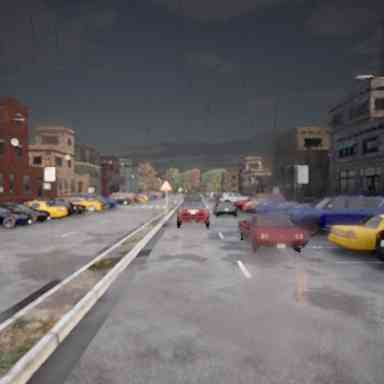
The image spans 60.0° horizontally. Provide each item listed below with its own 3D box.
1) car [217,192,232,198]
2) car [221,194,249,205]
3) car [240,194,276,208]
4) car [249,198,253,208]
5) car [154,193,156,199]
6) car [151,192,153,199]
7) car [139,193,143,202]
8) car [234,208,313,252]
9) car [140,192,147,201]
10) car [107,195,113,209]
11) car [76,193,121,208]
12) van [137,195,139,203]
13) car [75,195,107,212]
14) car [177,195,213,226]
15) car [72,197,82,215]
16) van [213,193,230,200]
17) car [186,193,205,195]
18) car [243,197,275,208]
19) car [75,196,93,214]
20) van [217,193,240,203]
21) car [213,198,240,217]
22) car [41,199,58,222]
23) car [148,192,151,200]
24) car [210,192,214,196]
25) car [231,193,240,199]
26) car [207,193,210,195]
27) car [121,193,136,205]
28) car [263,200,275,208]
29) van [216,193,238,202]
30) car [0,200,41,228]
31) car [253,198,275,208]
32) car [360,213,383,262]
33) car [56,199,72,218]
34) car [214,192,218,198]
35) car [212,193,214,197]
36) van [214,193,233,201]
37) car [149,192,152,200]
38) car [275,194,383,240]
[{"bbox_3d":[7.582,1.200,56.072,5.566,2.045,2.435,0,0,0],"label":"car"},{"bbox_3d":[7.579,1.321,58.708,4.553,1.767,2.185,0,0,0],"label":"car"},{"bbox_3d":[7.561,1.329,34.010,4.553,1.767,2.185,0,0,0],"label":"car"},{"bbox_3d":[7.599,1.489,28.495,4.674,1.452,2.002,0,0,0],"label":"car"},{"bbox_3d":[-12.707,1.413,87.790,4.674,1.452,2.002,0,0,0],"label":"car"},{"bbox_3d":[-12.673,1.249,82.230,4.553,1.767,2.185,0,0,0],"label":"car"},{"bbox_3d":[-12.690,1.441,65.557,4.674,1.452,2.002,0,0,0],"label":"car"},{"bbox_3d":[3.088,1.569,13.715,1.895,1.301,4.718,0,0,0],"label":"car"},{"bbox_3d":[-12.505,1.393,68.337,5.366,1.575,1.946,0,0,0],"label":"car"},{"bbox_3d":[-12.657,1.431,40.541,4.892,1.521,2.231,0,0,0],"label":"car"},{"bbox_3d":[-12.637,1.176,43.320,5.566,2.045,2.435,0,0,0],"label":"car"},{"bbox_3d":[-12.801,1.179,62.777,4.442,1.987,1.878,0,0,0],"label":"van"},{"bbox_3d":[-12.666,1.431,37.761,5.008,1.535,2.097,0,0,0],"label":"car"},{"bbox_3d":[0.072,1.317,22.852,2.097,1.767,4.553,0,0,0],"label":"car"},{"bbox_3d":[-12.696,1.464,29.430,4.792,1.488,2.163,0,0,0],"label":"car"},{"bbox_3d":[7.616,1.172,86.406,4.442,1.987,1.878,0,0,0],"label":"van"},{"bbox_3d":[0.056,1.189,40.965,2.150,2.045,5.566,1,-1,-1],"label":"car"},{"bbox_3d":[7.594,1.492,31.383,4.674,1.452,2.002,0,0,0],"label":"car"},{"bbox_3d":[-12.667,1.434,32.086,5.008,1.535,2.097,0,0,0],"label":"car"},{"bbox_3d":[7.417,1.204,67.105,4.442,1.987,1.878,0,0,0],"label":"van"},{"bbox_3d":[3.056,1.536,31.485,1.994,1.385,4.181,0,0,0],"label":"car"},{"bbox_3d":[-12.650,1.467,23.873,4.792,1.488,2.163,0,0,0],"label":"car"},{"bbox_3d":[-12.694,1.382,76.676,5.008,1.535,2.097,0,0,0],"label":"car"},{"bbox_3d":[7.329,1.404,78.135,5.366,1.575,1.946,0,0,0],"label":"car"},{"bbox_3d":[7.559,1.205,36.768,5.566,2.045,2.435,0,0,0],"label":"car"},{"bbox_3d":[7.523,1.145,89.165,5.566,2.045,2.435,0,0,0],"label":"car"},{"bbox_3d":[-12.673,1.414,57.218,4.892,1.521,2.231,0,0,0],"label":"car"},{"bbox_3d":[7.614,1.484,22.980,4.674,1.452,2.002,0,0,0],"label":"car"},{"bbox_3d":[7.641,1.191,72.621,4.442,1.987,1.878,0,0,0],"label":"van"},{"bbox_3d":[-12.656,1.469,21.095,4.792,1.488,2.163,0,0,0],"label":"car"},{"bbox_3d":[7.601,1.446,25.738,5.008,1.535,2.097,0,0,0],"label":"car"},{"bbox_3d":[7.665,1.485,9.195,4.792,1.488,2.163,0,0,0],"label":"car"},{"bbox_3d":[-12.859,1.433,26.653,5.366,1.575,1.946,0,0,0],"label":"car"},{"bbox_3d":[7.567,1.185,64.347,5.566,2.045,2.435,0,0,0],"label":"car"},{"bbox_3d":[7.517,1.451,75.378,4.674,1.452,2.002,0,0,0],"label":"car"},{"bbox_3d":[7.626,1.176,80.894,4.442,1.987,1.878,0,0,0],"label":"van"},{"bbox_3d":[-12.707,1.379,79.453,4.892,1.521,2.231,0,0,0],"label":"car"},{"bbox_3d":[7.593,1.193,17.466,5.566,2.045,2.435,0,0,0],"label":"car"}]
